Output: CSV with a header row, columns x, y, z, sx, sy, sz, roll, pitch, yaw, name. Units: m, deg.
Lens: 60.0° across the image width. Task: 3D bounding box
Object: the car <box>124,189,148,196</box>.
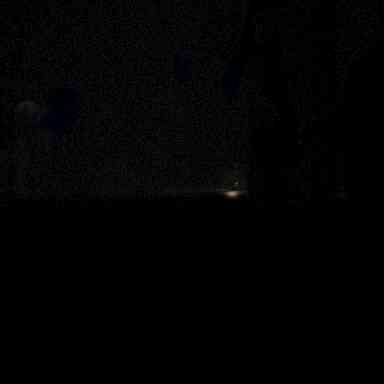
x,y,z,sx,sy,sz,roll,pitch,yaw,name
-11.476,0.011,68.055,2.033,1.411,5.357,-2,1,36,car
